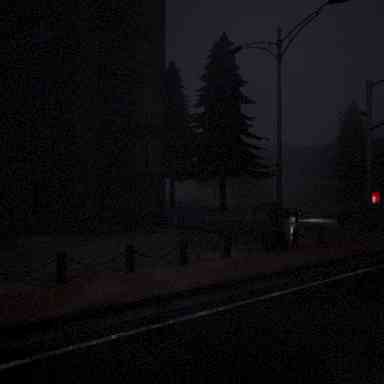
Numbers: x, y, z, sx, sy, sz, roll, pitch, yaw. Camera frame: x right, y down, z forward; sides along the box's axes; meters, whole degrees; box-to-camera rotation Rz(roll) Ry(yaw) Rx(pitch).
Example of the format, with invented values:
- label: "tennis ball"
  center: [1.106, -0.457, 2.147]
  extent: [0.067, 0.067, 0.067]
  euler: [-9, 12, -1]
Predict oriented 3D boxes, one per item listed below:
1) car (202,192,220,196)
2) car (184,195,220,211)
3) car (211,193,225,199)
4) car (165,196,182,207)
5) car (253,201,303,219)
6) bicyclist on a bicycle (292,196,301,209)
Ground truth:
- label: "car"
  center: [5.165, 1.109, 92.444]
  extent: [1.932, 1.855, 4.605]
  euler: [0, 0, -37]
- label: "car"
  center: [1.330, 1.492, 37.662]
  extent: [1.882, 1.535, 5.008]
  euler: [0, 0, -37]
- label: "car"
  center: [7.253, 1.089, 94.506]
  extent: [1.905, 1.878, 3.866]
  euler: [0, 0, -37]
- label: "car"
  center: [-3.588, 1.614, 50.447]
  extent: [1.895, 1.301, 4.718]
  euler: [0, 0, -34]
- label: "car"
  center: [7.535, 1.540, 29.475]
  extent: [1.812, 1.442, 4.674]
  euler: [0, 0, -38]
- label: "bicyclist on a bicycle"
  center: [11.472, 1.314, 36.639]
  extent: [1.656, 1.620, 0.582]
  euler: [0, 0, -37]
